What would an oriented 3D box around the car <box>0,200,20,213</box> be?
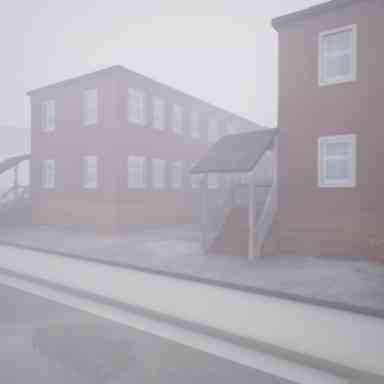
[{"bbox_3d":[-14.074,1.343,28.499,2.128,1.511,4.902,0,0,37],"label":"car"}]
